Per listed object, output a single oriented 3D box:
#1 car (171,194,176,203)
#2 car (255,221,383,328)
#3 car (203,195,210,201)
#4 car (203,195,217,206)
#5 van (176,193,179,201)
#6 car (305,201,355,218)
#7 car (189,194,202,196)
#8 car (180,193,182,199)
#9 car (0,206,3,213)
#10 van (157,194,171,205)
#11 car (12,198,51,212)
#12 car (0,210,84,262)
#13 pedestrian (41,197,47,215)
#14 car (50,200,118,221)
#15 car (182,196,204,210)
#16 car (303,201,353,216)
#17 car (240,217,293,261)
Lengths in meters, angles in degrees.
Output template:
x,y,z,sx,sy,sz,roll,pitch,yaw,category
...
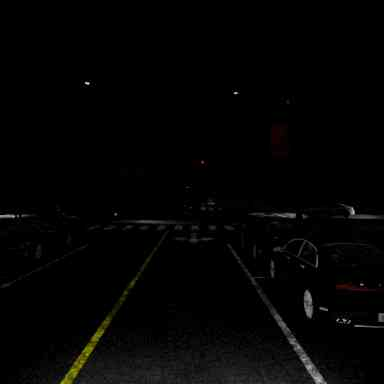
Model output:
x,y,z,sx,sy,sz,roll,pitch,yaw,category
-5.059,1.591,70.742,1.947,1.339,4.313,0,0,1,car
2.798,1.551,6.913,2.008,1.369,4.403,0,0,0,car
3.703,1.560,87.333,1.752,1.417,4.829,0,0,1,car
3.230,1.567,54.087,2.008,1.369,4.403,0,0,1,car
-4.902,1.373,81.767,1.690,1.788,3.998,0,0,1,van
14.068,1.817,33.954,4.674,1.442,1.812,1,0,1,car
0.783,1.588,69.565,1.994,1.385,4.181,0,0,1,car
-4.745,1.353,92.791,2.192,1.841,5.009,0,0,1,car
-18.035,1.264,27.545,4.181,1.385,1.994,1,0,1,car
-5.215,1.360,59.719,1.690,1.788,3.998,0,0,1,van
-14.079,1.302,30.762,4.674,1.442,1.812,1,0,0,car
-5.702,1.552,11.953,2.008,1.369,4.403,0,0,0,car
-8.579,1.145,19.237,0.375,1.860,0.375,0,0,0,pedestrian
-8.179,1.387,26.269,4.902,1.511,2.128,2,0,17,car
0.072,1.635,43.279,1.895,1.301,4.718,0,1,7,car
15.147,1.822,37.215,4.892,1.490,1.837,1,0,0,car
2.823,1.552,11.906,2.008,1.369,4.403,0,0,0,car
